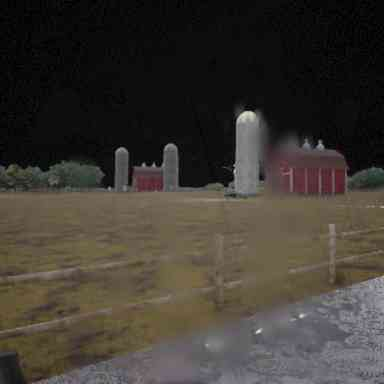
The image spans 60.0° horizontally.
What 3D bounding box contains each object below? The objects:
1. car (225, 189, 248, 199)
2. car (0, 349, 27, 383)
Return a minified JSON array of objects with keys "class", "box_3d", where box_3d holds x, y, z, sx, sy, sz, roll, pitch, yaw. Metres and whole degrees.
[{"class":"car","box_3d":[9.329,0.491,69.811,2.150,2.045,5.566,1,0,-35]},{"class":"car","box_3d":[-2.968,1.601,0.953,4.718,1.301,1.895,0,0,-35]}]
